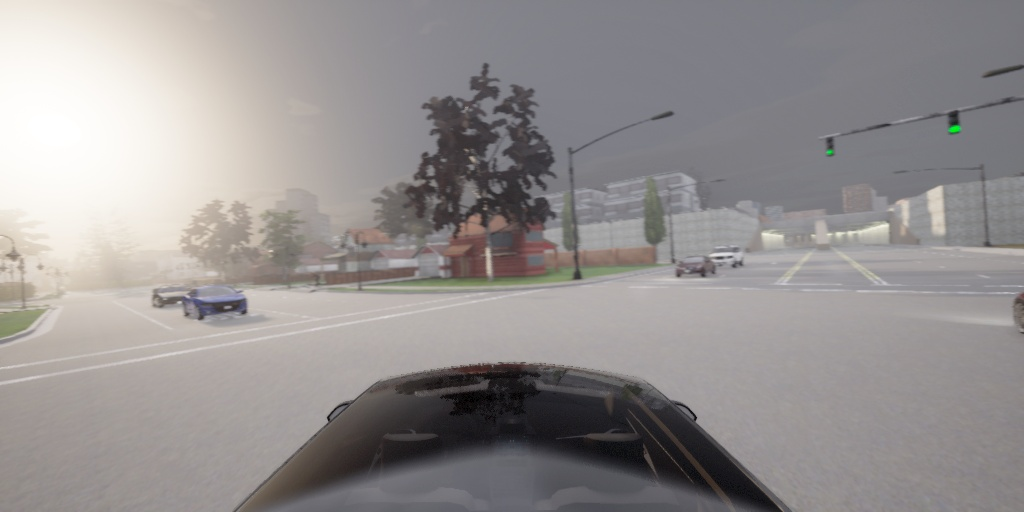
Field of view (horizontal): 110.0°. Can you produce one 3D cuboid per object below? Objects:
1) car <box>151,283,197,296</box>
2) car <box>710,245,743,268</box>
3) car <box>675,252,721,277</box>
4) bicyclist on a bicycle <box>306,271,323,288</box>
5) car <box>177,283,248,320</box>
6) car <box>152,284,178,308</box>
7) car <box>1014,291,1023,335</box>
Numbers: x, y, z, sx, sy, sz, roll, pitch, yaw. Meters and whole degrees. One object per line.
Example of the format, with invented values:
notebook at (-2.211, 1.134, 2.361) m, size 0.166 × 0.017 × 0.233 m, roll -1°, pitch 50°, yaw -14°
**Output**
car at (-39.288, 3.897, 41.683) m, size 4.718 × 1.301 × 1.895 m, roll -3°, pitch 0°, yaw 19°
car at (20.337, 0.047, 34.067) m, size 2.150 × 2.045 × 5.566 m, roll -4°, pitch -1°, yaw 41°
car at (13.337, 0.696, 25.962) m, size 1.812 × 1.442 × 4.674 m, roll -4°, pitch -1°, yaw 41°
bicyclist on a bicycle at (-19.456, 2.338, 35.313) m, size 0.582 × 1.620 × 1.656 m, roll -3°, pitch -1°, yaw 39°
car at (-15.049, 2.221, 18.130) m, size 5.008 × 1.535 × 1.882 m, roll -4°, pitch 0°, yaw 39°
car at (-24.688, 2.896, 26.079) m, size 5.357 × 1.411 × 2.033 m, roll -3°, pitch 0°, yaw 39°
car at (9.244, 0.783, 5.008) m, size 1.812 × 1.442 × 4.674 m, roll -4°, pitch -1°, yaw 41°
